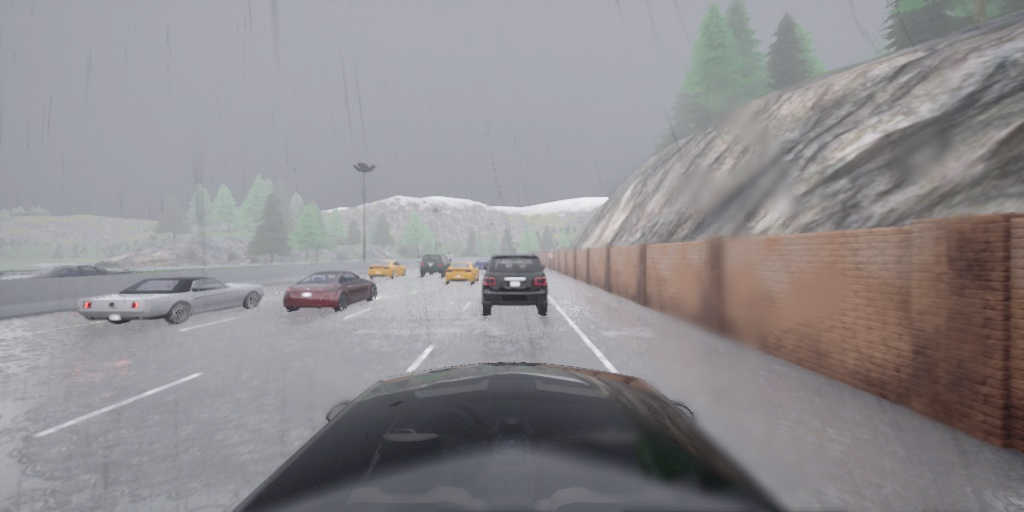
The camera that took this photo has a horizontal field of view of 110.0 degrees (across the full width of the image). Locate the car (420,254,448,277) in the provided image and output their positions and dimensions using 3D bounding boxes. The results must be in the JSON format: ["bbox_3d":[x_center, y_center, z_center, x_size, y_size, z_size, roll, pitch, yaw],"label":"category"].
[{"bbox_3d":[-6.921,0.848,33.179,2.150,2.045,5.566,0,0,0],"label":"car"}]

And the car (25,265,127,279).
[{"bbox_3d":[-24.576,1.227,19.714,2.033,1.411,5.357,0,0,0],"label":"car"}]

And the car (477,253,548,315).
[{"bbox_3d":[0.093,0.925,13.496,2.150,2.045,5.566,0,0,0],"label":"car"}]

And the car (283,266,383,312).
[{"bbox_3d":[-6.908,1.266,14.071,1.994,1.385,4.181,0,0,0],"label":"car"}]

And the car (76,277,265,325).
[{"bbox_3d":[-10.406,1.312,11.618,1.895,1.301,4.718,0,0,0],"label":"car"}]

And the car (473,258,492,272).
[{"bbox_3d":[-3.429,1.066,43.169,1.882,1.535,5.008,0,0,0],"label":"car"}]

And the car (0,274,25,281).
[{"bbox_3d":[-21.096,1.271,12.631,1.994,1.385,4.181,0,0,0],"label":"car"}]

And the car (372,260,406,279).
[{"bbox_3d":[-10.418,1.116,30.330,1.882,1.535,5.008,0,0,0],"label":"car"}]

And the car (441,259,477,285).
[{"bbox_3d":[-3.417,1.135,25.357,1.882,1.535,5.008,0,0,0],"label":"car"}]
